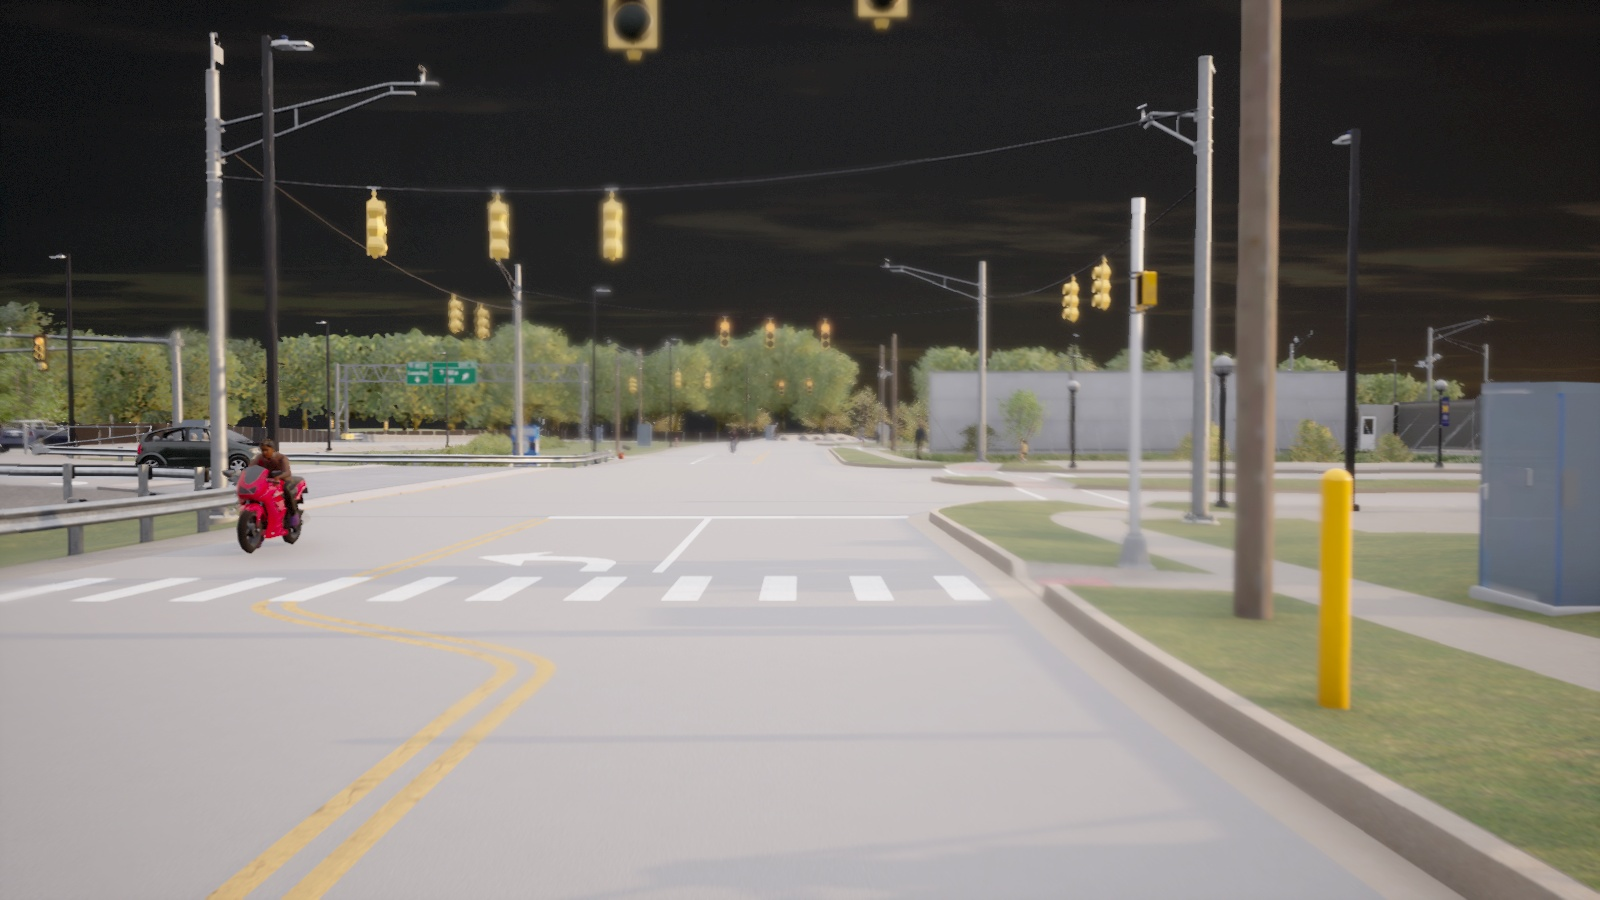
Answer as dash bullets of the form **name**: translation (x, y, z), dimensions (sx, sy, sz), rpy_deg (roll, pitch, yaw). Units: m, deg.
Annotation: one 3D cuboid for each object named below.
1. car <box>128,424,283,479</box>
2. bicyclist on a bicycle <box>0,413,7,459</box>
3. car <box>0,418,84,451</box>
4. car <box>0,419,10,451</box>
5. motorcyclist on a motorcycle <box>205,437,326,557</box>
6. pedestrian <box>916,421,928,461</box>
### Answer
- **car**: translation (-17.484, 0.030, 37.050), dimensions (3.705, 1.549, 1.789), rpy_deg (0, 1, 0)
- **bicyclist on a bicycle**: translation (-31.746, -0.583, 48.425), dimensions (1.843, 1.776, 0.659), rpy_deg (2, 1, -1)
- **car**: translation (-34.994, -0.698, 57.775), dimensions (1.970, 1.475, 3.806), rpy_deg (0, 0, 0)
- **car**: translation (-38.494, -0.700, 57.734), dimensions (1.970, 1.475, 3.806), rpy_deg (0, 0, 0)
- **motorcyclist on a motorcycle**: translation (-7.213, 0.592, 17.060), dimensions (0.797, 1.523, 2.044), rpy_deg (0, 1, -1)
- **pedestrian**: translation (5.717, -0.415, 58.915), dimensions (0.402, 1.842, 0.726), rpy_deg (0, 2, -8)
